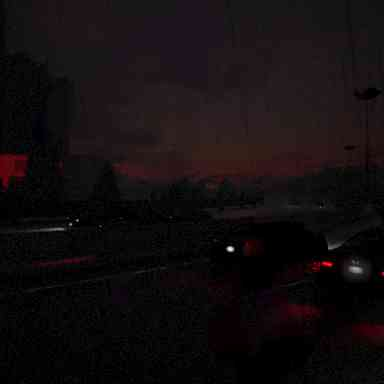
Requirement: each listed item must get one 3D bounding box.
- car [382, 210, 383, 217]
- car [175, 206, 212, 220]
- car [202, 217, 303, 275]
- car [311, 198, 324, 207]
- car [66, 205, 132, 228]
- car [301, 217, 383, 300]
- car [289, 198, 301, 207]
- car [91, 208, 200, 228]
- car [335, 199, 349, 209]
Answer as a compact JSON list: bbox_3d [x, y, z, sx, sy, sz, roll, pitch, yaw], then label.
[{"bbox_3d":[14.987,1.390,23.578,2.097,1.767,4.553,0,0,39],"label":"car"},{"bbox_3d":[-0.536,1.619,22.277,4.181,1.385,1.994,0,0,-45],"label":"car"},{"bbox_3d":[2.584,1.579,10.654,4.181,1.385,1.994,0,0,-41],"label":"car"},{"bbox_3d":[21.506,1.787,57.315,1.994,1.385,4.181,0,0,19],"label":"car"},{"bbox_3d":[-5.500,1.606,22.279,5.357,1.411,2.033,0,0,-42],"label":"car"},{"bbox_3d":[5.044,1.552,8.053,5.357,1.411,2.033,0,0,-41],"label":"car"},{"bbox_3d":[17.811,1.788,57.241,2.033,1.411,5.357,0,0,20],"label":"car"},{"bbox_3d":[-2.108,1.636,16.003,4.718,1.301,1.895,0,0,-41],"label":"car"},{"bbox_3d":[22.375,1.713,49.719,2.033,1.411,5.357,0,0,24],"label":"car"}]
